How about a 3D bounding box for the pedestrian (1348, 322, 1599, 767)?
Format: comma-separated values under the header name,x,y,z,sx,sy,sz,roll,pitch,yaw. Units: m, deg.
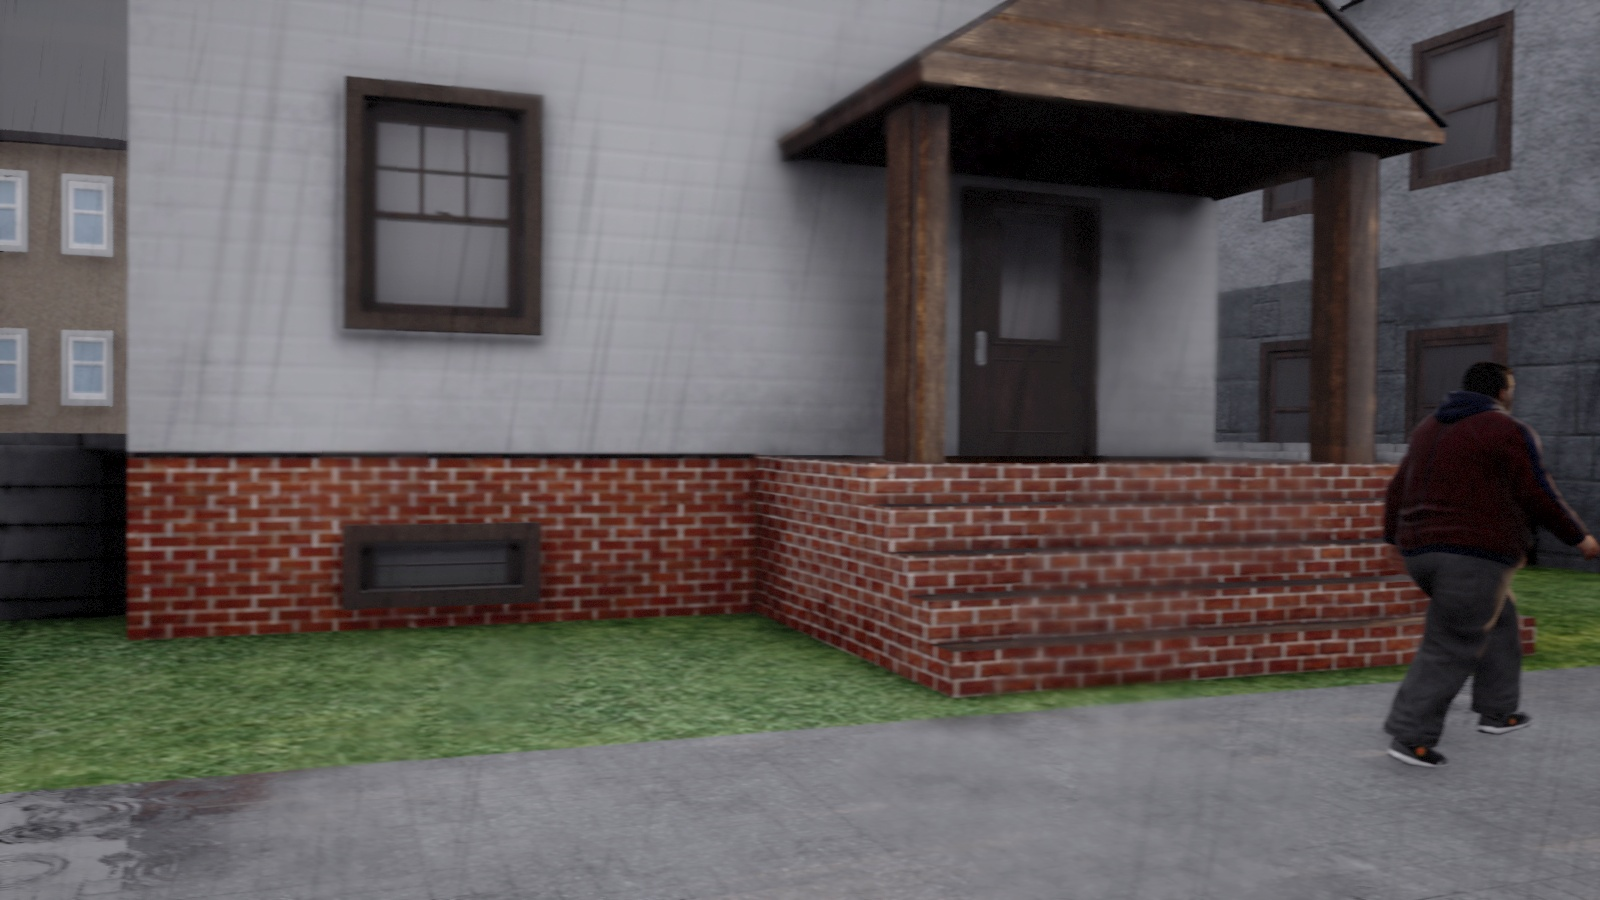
name,x,y,z,sx,sy,sz,roll,pitch,yaw
pedestrian,3.041,0.384,5.582,0.899,1.844,0.634,-1,1,-10
